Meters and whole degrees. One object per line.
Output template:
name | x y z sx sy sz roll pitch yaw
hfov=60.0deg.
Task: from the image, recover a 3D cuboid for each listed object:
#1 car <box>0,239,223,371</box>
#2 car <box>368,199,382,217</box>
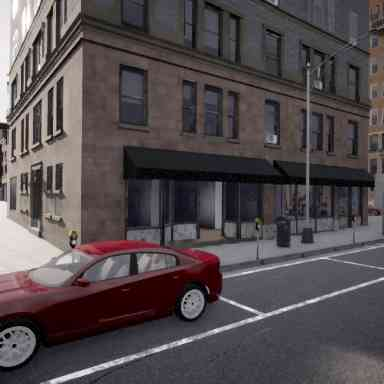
car | -1.518 1.545 5.672 4.507 1.381 1.887 0 1 -35
car | 15.046 1.376 29.368 1.812 1.442 4.674 1 0 -33
